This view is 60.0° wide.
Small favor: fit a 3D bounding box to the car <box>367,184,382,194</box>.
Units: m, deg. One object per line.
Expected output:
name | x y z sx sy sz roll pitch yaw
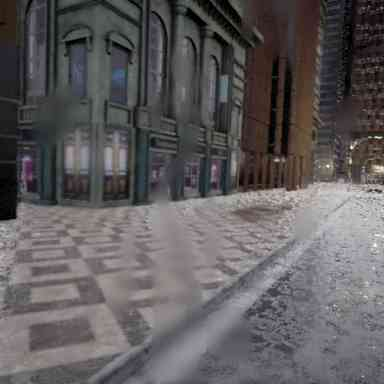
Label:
car | 27.787 -0.562 50.759 2.033 1.411 5.357 5 4 29
